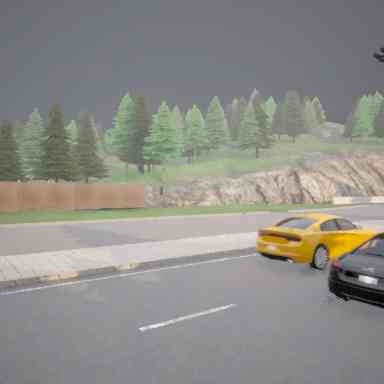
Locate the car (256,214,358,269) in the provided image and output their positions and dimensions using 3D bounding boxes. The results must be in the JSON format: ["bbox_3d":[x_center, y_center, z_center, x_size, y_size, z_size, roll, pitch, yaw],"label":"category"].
[{"bbox_3d":[4.334,1.477,11.137,5.008,1.535,1.882,0,0,-35],"label":"car"}]

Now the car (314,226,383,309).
[{"bbox_3d":[4.821,1.564,7.187,4.181,1.385,1.994,0,0,-35],"label":"car"}]
